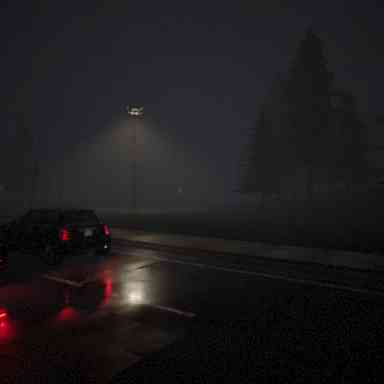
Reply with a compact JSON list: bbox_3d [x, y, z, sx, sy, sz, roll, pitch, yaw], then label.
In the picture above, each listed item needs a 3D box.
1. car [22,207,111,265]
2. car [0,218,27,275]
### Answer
[{"bbox_3d":[-5.002,1.313,11.740,4.553,1.767,2.097,0,0,35],"label":"car"},{"bbox_3d":[-6.683,1.454,8.639,4.902,1.511,2.128,0,0,36],"label":"car"}]
